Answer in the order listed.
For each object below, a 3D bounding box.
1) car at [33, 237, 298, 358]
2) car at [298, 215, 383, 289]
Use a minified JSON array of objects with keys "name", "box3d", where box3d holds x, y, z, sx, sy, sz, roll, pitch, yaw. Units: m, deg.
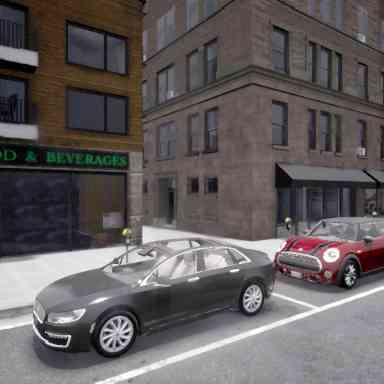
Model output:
[{"name":"car","box3d":[-0.395,1.551,5.899,4.403,1.369,2.008,0,0,-35]},{"name":"car","box3d":[4.108,1.443,9.090,4.097,1.590,1.967,0,0,-35]}]
